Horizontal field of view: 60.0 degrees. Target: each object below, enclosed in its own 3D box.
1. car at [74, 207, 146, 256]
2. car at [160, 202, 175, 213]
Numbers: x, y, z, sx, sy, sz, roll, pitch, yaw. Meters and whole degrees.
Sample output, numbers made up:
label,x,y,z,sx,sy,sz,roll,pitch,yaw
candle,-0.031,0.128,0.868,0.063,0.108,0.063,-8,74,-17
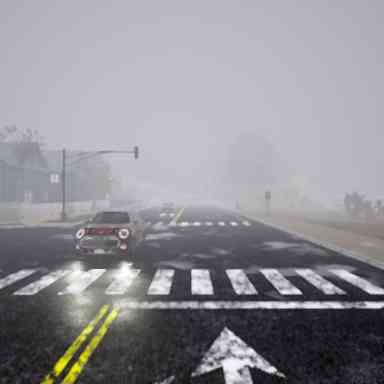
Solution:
label,x,y,z,sx,sy,sz,roll,pitch,yaw
car,-3.236,1.511,13.859,2.097,1.767,4.553,0,-1,0
car,-3.205,2.109,44.916,2.033,1.411,5.357,0,-1,0
